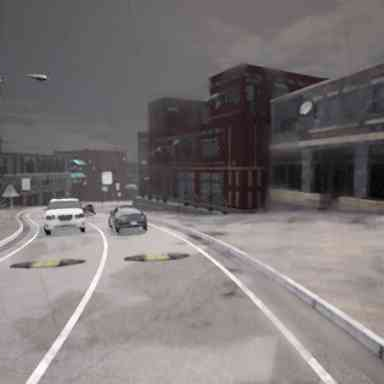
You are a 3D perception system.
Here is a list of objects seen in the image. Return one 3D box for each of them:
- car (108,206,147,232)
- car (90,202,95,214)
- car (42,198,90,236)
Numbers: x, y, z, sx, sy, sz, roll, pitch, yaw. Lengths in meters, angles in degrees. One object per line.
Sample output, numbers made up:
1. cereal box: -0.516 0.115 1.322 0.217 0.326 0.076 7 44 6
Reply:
1. car: -4.003 1.566 20.457 1.812 1.442 4.674 -2 0 -20
2. car: -12.129 1.741 36.910 1.837 1.490 4.892 -3 0 -28
3. car: -7.835 1.394 20.495 2.150 2.045 5.566 -2 0 -22
